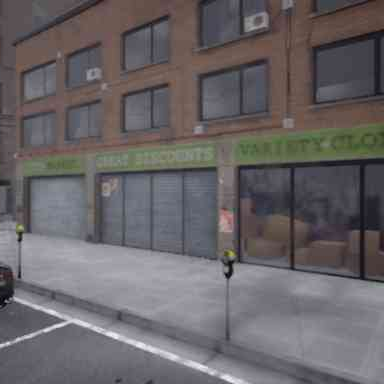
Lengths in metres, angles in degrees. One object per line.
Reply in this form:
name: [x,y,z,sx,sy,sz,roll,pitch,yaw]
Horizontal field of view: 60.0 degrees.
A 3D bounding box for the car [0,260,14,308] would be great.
car: [-5.174,1.544,6.502,4.403,1.369,2.008,0,0,36]
